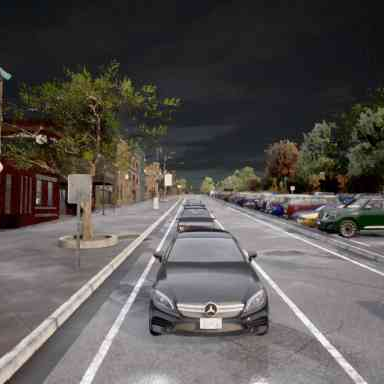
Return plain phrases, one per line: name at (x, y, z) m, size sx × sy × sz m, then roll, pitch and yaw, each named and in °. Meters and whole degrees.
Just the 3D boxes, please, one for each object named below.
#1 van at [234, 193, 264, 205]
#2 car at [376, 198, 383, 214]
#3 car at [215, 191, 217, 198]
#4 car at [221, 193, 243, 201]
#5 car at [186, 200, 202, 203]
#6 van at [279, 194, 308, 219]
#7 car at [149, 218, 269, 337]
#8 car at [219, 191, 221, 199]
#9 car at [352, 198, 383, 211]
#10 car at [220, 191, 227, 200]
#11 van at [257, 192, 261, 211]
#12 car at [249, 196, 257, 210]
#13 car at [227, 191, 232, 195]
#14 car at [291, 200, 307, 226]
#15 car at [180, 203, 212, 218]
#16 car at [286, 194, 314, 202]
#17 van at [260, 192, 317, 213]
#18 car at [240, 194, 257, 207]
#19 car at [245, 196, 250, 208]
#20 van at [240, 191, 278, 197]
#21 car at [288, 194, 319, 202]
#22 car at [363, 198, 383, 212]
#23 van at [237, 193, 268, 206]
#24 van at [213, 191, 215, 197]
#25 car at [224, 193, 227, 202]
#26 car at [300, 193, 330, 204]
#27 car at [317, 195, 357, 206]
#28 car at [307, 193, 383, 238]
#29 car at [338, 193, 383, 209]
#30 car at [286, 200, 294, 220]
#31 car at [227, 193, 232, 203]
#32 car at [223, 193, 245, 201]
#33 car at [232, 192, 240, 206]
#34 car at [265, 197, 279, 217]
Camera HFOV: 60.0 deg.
van at (9.125, 1.088, 53.501) m, size 4.442 × 1.987 × 1.878 m, roll 0°, pitch 1°, yaw 0°
car at (22.411, 1.444, 34.675) m, size 5.366 × 1.575 × 1.946 m, roll 0°, pitch 0°, yaw 0°
car at (8.797, 1.064, 81.533) m, size 5.008 × 1.535 × 2.097 m, roll 0°, pitch 1°, yaw 0°
car at (8.833, 1.014, 73.122) m, size 4.553 × 1.767 × 2.185 m, roll 0°, pitch 1°, yaw 0°
car at (0.212, 1.442, 29.870) m, size 2.128 × 1.511 × 4.902 m, roll 0°, pitch 0°, yaw 0°
van at (9.331, 1.237, 25.461) m, size 4.442 × 1.987 × 1.878 m, roll 0°, pitch 0°, yaw 0°
car at (0.251, 1.524, 6.843) m, size 1.812 × 1.442 × 4.674 m, roll 0°, pitch 0°, yaw 0°
car at (8.877, 0.938, 67.515) m, size 5.566 × 2.045 × 2.435 m, roll 0°, pitch 1°, yaw 0°
car at (22.214, 1.451, 40.228) m, size 4.792 × 1.488 × 2.163 m, roll 0°, pitch 0°, yaw 0°
car at (8.897, 0.963, 64.712) m, size 5.566 × 2.045 × 2.435 m, roll 0°, pitch 1°, yaw 0°
van at (9.269, 1.222, 33.873) m, size 4.442 × 1.987 × 1.878 m, roll 0°, pitch 0°, yaw 0°
car at (9.161, 1.469, 36.676) m, size 4.792 × 1.488 × 2.163 m, roll 0°, pitch 0°, yaw 0°
car at (8.998, 1.138, 59.107) m, size 4.553 × 1.767 × 2.185 m, roll 0°, pitch 1°, yaw 0°
car at (9.070, 1.466, 19.853) m, size 5.366 × 1.575 × 1.946 m, roll 0°, pitch 0°, yaw 0°
car at (0.189, 1.532, 17.422) m, size 2.033 × 1.411 × 5.357 m, roll 0°, pitch 0°, yaw 0°
car at (21.988, 1.188, 67.985) m, size 4.892 × 1.521 × 2.231 m, roll 0°, pitch 1°, yaw 0°
van at (9.056, 1.230, 31.070) m, size 4.442 × 1.987 × 1.878 m, roll 0°, pitch 0°, yaw 0°
car at (9.097, 1.408, 42.287) m, size 4.892 × 1.521 × 2.231 m, roll 0°, pitch 0°, yaw 0°
car at (9.108, 1.465, 39.484) m, size 4.674 × 1.452 × 2.002 m, roll 0°, pitch 0°, yaw 0°
van at (9.187, 1.163, 45.093) m, size 4.442 × 1.987 × 1.878 m, roll 0°, pitch 0°, yaw 0°
car at (21.817, 1.208, 65.207) m, size 5.366 × 1.575 × 1.946 m, roll 0°, pitch 1°, yaw 0°
car at (22.177, 1.468, 37.445) m, size 4.792 × 1.488 × 2.163 m, roll 0°, pitch 0°, yaw 0°
van at (9.145, 1.113, 50.698) m, size 4.442 × 1.987 × 1.878 m, roll 0°, pitch 1°, yaw 0°
van at (8.624, 0.763, 89.939) m, size 4.442 × 1.987 × 1.878 m, roll 0°, pitch 1°, yaw 0°
car at (8.944, 1.279, 61.912) m, size 4.674 × 1.452 × 2.002 m, roll 0°, pitch 1°, yaw 0°
car at (22.074, 1.135, 59.658) m, size 4.553 × 1.767 × 2.185 m, roll 0°, pitch 1°, yaw 0°
car at (22.290, 1.332, 51.332) m, size 5.366 × 1.575 × 1.946 m, roll 0°, pitch 1°, yaw 0°
car at (9.247, 1.221, 17.050) m, size 5.566 × 2.045 × 2.435 m, roll 0°, pitch 0°, yaw 0°
car at (22.137, 1.153, 43.001) m, size 5.566 × 2.045 × 2.435 m, roll 0°, pitch 0°, yaw 0°
car at (9.237, 1.506, 22.658) m, size 4.674 × 1.452 × 2.002 m, roll 0°, pitch 0°, yaw 0°
car at (8.981, 1.290, 56.305) m, size 4.892 × 1.521 × 2.231 m, roll 0°, pitch 1°, yaw 0°
car at (8.854, 1.039, 70.319) m, size 4.553 × 1.767 × 2.185 m, roll 0°, pitch 1°, yaw 0°
car at (9.021, 1.113, 47.892) m, size 5.566 × 2.045 × 2.435 m, roll 0°, pitch 1°, yaw 0°
car at (9.188, 1.460, 28.264) m, size 5.008 × 1.535 × 2.097 m, roll 0°, pitch 0°, yaw 0°
